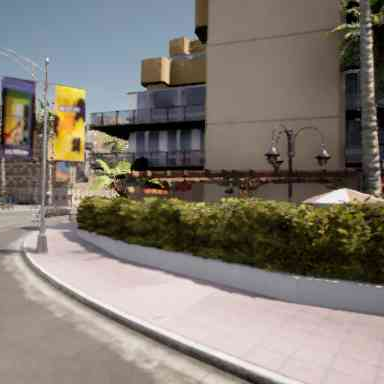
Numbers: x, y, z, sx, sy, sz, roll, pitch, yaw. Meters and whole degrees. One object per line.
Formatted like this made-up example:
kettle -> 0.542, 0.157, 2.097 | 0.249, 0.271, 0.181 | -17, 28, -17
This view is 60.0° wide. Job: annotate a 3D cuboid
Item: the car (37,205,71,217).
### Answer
car -> -16.376, 2.278, 39.997 | 2.033, 1.411, 5.357 | 1, -2, 7
